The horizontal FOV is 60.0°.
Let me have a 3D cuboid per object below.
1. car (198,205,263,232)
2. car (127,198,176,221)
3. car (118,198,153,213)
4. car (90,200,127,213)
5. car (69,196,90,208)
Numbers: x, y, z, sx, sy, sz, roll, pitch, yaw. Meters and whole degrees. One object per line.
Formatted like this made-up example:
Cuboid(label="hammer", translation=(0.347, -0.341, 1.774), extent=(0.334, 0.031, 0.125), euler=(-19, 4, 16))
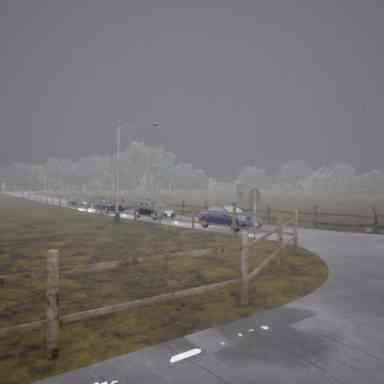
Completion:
Cuboid(label="car", translation=(2.203, 1.527, 20.263), extent=(1.812, 1.442, 4.674), euler=(1, -1, -35))
Cuboid(label="car", translation=(-3.175, 1.492, 27.754), extent=(2.128, 1.511, 4.902), euler=(1, -1, -36))
Cuboid(label="car", translation=(-6.452, 1.488, 37.318), extent=(1.837, 1.490, 4.892), euler=(1, 0, -36))
Cuboid(label="car", translation=(-8.972, 1.522, 35.775), extent=(1.895, 1.301, 4.718), euler=(1, 0, -36))
Cuboid(label="car", translation=(-14.916, 1.248, 44.064), extent=(2.128, 1.511, 4.902), euler=(1, 0, -35))
